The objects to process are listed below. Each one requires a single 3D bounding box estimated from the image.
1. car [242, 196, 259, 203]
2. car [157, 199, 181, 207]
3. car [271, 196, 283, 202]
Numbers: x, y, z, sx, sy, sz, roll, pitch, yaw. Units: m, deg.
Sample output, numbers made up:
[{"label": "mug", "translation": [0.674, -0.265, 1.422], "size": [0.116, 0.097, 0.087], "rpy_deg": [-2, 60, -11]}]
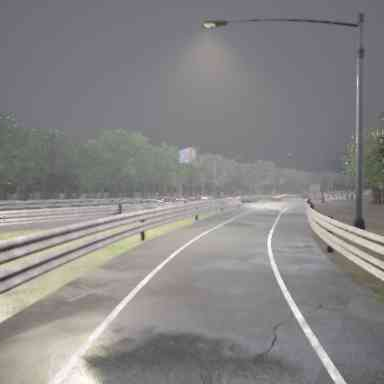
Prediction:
[{"label": "car", "translation": [11.967, 1.599, 67.641], "size": [2.033, 1.411, 5.357], "rpy_deg": [-1, 0, 32]}, {"label": "car", "translation": [-2.419, 1.668, 44.691], "size": [2.033, 1.411, 5.357], "rpy_deg": [0, 0, 32]}, {"label": "car", "translation": [21.017, 1.677, 82.045], "size": [1.895, 1.301, 4.718], "rpy_deg": [0, 0, 32]}]
